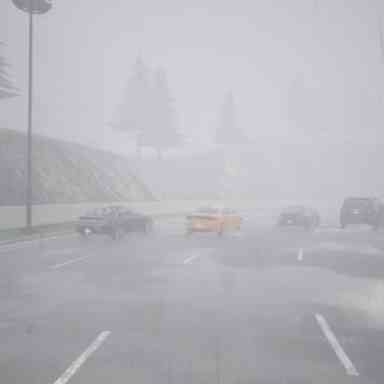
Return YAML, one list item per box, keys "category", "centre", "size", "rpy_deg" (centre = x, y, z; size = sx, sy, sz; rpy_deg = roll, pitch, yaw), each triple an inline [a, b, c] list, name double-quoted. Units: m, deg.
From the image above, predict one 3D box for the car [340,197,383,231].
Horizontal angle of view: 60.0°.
- category: "car"
  centre: [11.449, 1.339, 22.178]
  size: [2.150, 2.045, 5.566]
  rpy_deg: [0, 0, 36]

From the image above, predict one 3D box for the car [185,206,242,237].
- category: "car"
  centre: [1.367, 1.494, 18.599]
  size: [1.882, 1.535, 5.008]
  rpy_deg: [0, 0, 25]

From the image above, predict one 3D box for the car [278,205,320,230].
- category: "car"
  centre: [6.985, 1.599, 21.636]
  size: [1.812, 1.442, 4.674]
  rpy_deg: [0, 0, 32]

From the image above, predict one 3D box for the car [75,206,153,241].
- category: "car"
  centre: [-3.624, 1.457, 16.441]
  size: [2.128, 1.511, 4.902]
  rpy_deg: [0, 0, 20]
